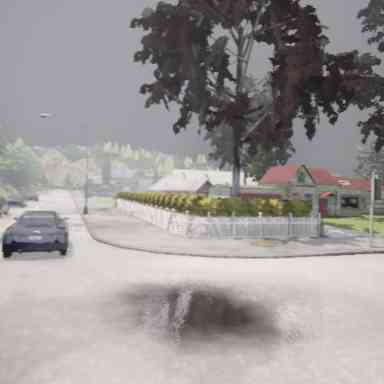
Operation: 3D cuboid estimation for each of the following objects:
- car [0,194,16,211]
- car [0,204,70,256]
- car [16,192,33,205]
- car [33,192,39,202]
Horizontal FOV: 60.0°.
[{"bbox_3d":[-14.331,0.982,23.742,2.128,1.511,4.902,2,0,-20],"label":"car"},{"bbox_3d":[-5.534,1.362,12.167,1.994,1.385,4.181,2,0,-21],"label":"car"},{"bbox_3d":[-18.668,0.877,35.372,2.033,1.411,5.357,2,0,-20],"label":"car"},{"bbox_3d":[-23.763,0.704,49.117,1.994,1.385,4.181,2,0,-20],"label":"car"}]
